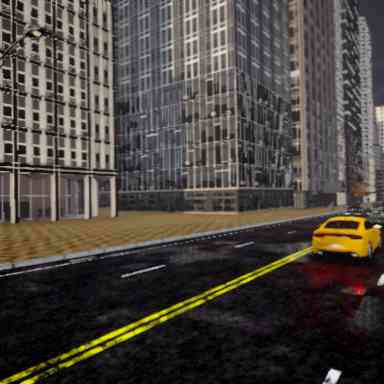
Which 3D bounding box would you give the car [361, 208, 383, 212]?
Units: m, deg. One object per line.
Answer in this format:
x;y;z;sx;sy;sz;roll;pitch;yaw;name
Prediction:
14.060;2.073;24.523;1.895;1.301;4.718;-2;-2;36;car

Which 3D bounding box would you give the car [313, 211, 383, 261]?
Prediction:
6.490;1.762;13.694;1.882;1.535;5.008;-2;-1;35;car

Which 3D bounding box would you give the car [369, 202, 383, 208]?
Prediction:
28.559;2.334;51.056;2.097;1.767;4.553;-2;-2;35;car

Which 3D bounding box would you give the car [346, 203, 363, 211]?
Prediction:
25.826;2.567;52.806;1.837;1.490;4.892;-2;-2;35;car
